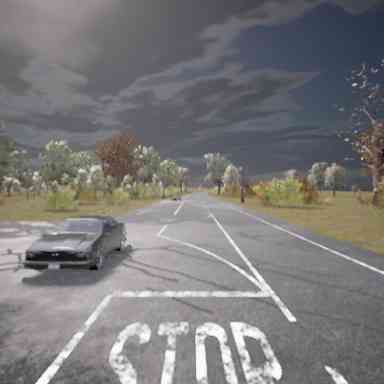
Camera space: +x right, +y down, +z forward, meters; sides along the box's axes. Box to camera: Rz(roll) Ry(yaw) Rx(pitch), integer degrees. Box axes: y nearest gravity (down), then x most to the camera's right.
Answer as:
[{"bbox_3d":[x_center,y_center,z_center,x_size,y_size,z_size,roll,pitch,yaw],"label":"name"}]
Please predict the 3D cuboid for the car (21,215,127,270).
[{"bbox_3d":[-3.498,1.505,11.121,2.033,1.411,5.357,0,0,0],"label":"car"}]

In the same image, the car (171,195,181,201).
[{"bbox_3d":[-3.443,1.271,72.249,1.994,1.385,4.181,0,0,0],"label":"car"}]
